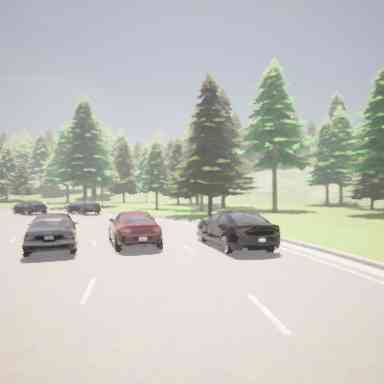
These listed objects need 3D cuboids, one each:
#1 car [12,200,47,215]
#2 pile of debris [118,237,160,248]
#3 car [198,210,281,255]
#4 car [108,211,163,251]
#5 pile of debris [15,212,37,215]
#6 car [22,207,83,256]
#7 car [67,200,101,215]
[{"bbox_3d":[-16.887,1.622,34.471,4.892,1.490,1.837,0,0,39],"label":"car"},{"bbox_3d":[-2.347,2.194,14.508,1.500,0.140,1.860,0,0,-19],"label":"pile of debris"},{"bbox_3d":[1.686,1.469,13.536,1.882,1.535,5.008,0,0,-16],"label":"car"},{"bbox_3d":[-2.506,1.544,14.276,1.812,1.442,4.674,0,0,-18],"label":"car"},{"bbox_3d":[-17.652,2.301,35.366,1.860,0.140,1.500,0,0,36],"label":"pile of debris"},{"bbox_3d":[-5.666,1.588,13.498,2.033,1.411,5.357,0,0,-20],"label":"car"},{"bbox_3d":[-11.383,1.575,34.731,4.902,1.511,2.128,0,0,44],"label":"car"}]
